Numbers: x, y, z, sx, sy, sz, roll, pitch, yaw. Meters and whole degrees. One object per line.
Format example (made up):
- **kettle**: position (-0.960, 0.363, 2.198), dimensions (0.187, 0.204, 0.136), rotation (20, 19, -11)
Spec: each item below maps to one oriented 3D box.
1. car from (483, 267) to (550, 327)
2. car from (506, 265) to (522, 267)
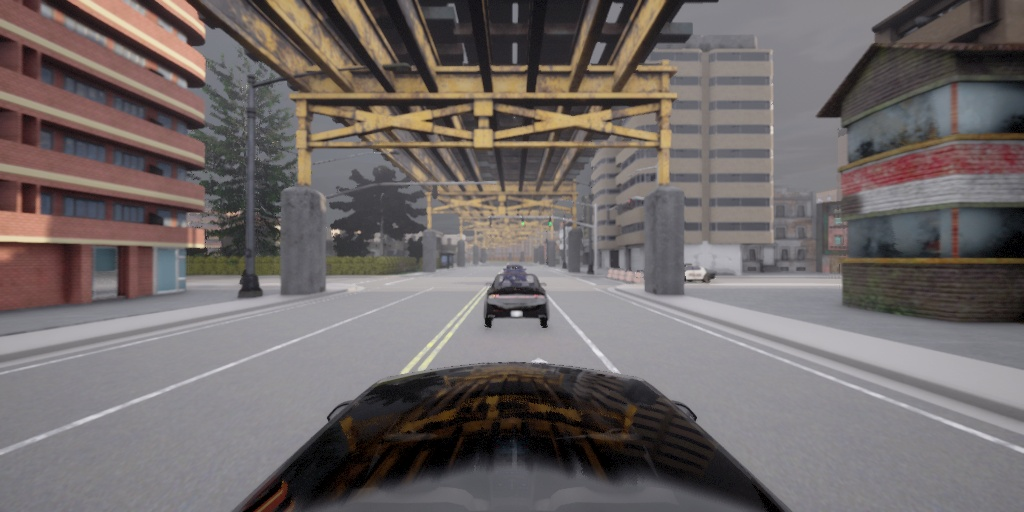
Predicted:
- **car**: position (0.130, 1.294, 11.736), dimensions (2.128, 1.511, 4.902), rotation (0, 0, 0)
- **car**: position (0.196, 1.412, 28.912), dimensions (1.812, 1.442, 4.674), rotation (0, 0, 0)
